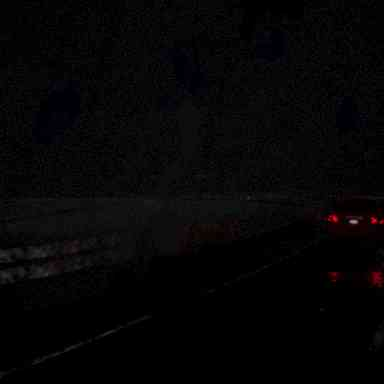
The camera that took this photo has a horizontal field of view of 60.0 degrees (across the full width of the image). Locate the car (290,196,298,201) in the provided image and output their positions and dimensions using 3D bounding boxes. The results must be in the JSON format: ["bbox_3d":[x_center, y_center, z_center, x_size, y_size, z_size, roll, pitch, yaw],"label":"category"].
[{"bbox_3d":[25.003,1.795,84.010,2.128,1.511,4.902,0,0,-10],"label":"car"}]

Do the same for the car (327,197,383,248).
[{"bbox_3d":[7.611,1.247,15.133,2.150,2.045,5.566,0,0,31],"label":"car"}]

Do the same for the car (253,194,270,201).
[{"bbox_3d":[19.814,1.893,92.548,2.033,1.411,5.357,0,0,-15],"label":"car"}]

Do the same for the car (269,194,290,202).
[{"bbox_3d":[21.691,1.788,82.505,1.837,1.490,4.892,0,0,-10],"label":"car"}]
